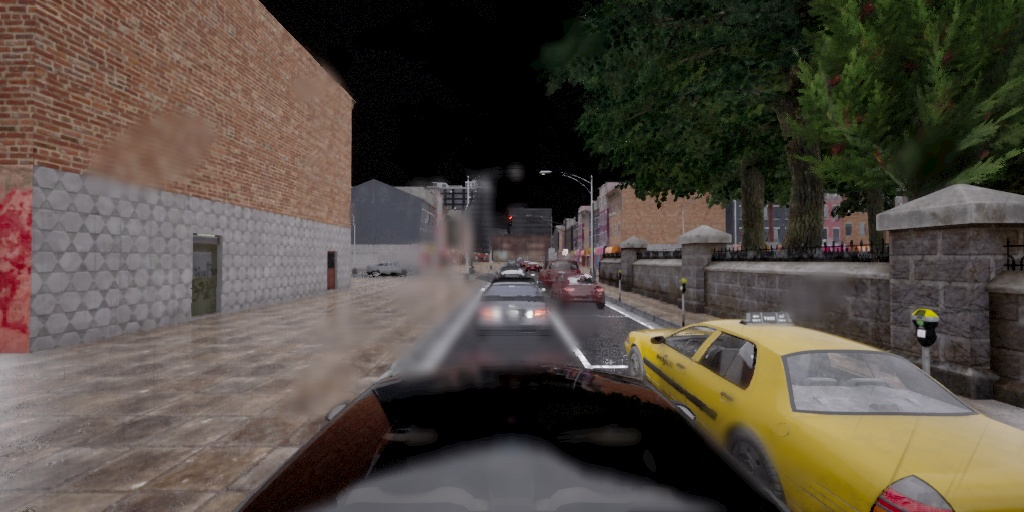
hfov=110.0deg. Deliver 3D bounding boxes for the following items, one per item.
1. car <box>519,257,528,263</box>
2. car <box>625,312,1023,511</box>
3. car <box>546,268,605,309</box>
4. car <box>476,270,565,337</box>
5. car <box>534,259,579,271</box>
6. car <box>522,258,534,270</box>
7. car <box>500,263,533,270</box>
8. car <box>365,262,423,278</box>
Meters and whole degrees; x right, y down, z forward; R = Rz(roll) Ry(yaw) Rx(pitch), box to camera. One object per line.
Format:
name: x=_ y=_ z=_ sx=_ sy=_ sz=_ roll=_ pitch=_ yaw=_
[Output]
car: x=2.603 y=1.403 z=62.913 sx=1.888 sy=1.381 sz=4.507 roll=0 pitch=0 yaw=0
car: x=2.639 y=1.276 z=3.995 sx=1.751 sy=1.417 sz=4.829 roll=0 pitch=0 yaw=0
car: x=2.633 y=1.338 z=14.723 sx=1.802 sy=1.307 sz=4.207 roll=0 pitch=0 yaw=0
car: x=0.063 y=1.300 z=10.241 sx=2.033 sy=1.411 sz=5.357 roll=0 pitch=0 yaw=0
car: x=2.629 y=1.077 z=20.172 sx=2.192 sy=1.841 sz=5.009 roll=0 pitch=0 yaw=0
car: x=2.613 y=1.356 z=46.601 sx=1.888 sy=1.381 sz=4.507 roll=0 pitch=0 yaw=0
car: x=0.015 y=1.287 z=19.953 sx=1.812 sy=1.442 sz=4.674 roll=0 pitch=0 yaw=1
car: x=-10.390 y=1.239 z=31.810 sx=4.902 sy=1.511 sz=2.128 roll=0 pitch=-1 yaw=-3
